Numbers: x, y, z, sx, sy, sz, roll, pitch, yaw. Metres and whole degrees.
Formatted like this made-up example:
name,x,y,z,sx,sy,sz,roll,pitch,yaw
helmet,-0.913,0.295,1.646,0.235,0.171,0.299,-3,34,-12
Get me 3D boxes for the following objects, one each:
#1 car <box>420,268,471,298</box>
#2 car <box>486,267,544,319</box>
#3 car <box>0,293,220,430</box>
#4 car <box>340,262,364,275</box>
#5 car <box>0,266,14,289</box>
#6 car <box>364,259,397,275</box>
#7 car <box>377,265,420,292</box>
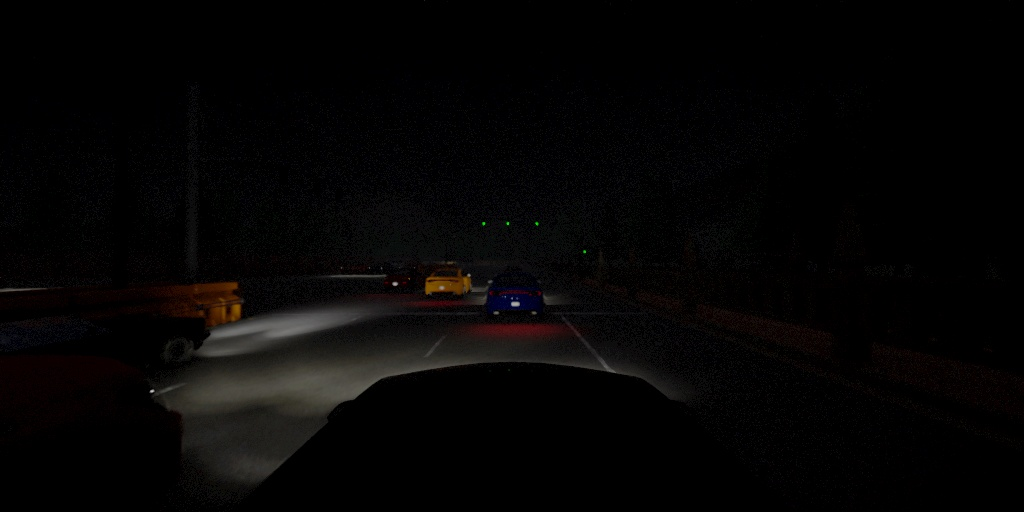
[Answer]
name,x,y,z,sx,sy,sz,roll,pitch,yaw
car,-3.396,1.417,19.852,1.882,1.535,5.008,0,-1,0
car,0.102,1.351,13.528,1.882,1.535,5.008,0,0,0
car,-6.899,1.384,4.931,1.895,1.301,4.718,0,-1,0
car,-21.067,1.584,47.898,2.097,1.767,4.553,0,-1,0
car,-37.454,1.474,24.146,4.902,1.511,2.128,0,-1,0
car,-17.566,1.591,48.205,2.097,1.767,4.553,0,-1,0
car,-6.906,1.503,23.483,1.812,1.442,4.674,0,-1,0
